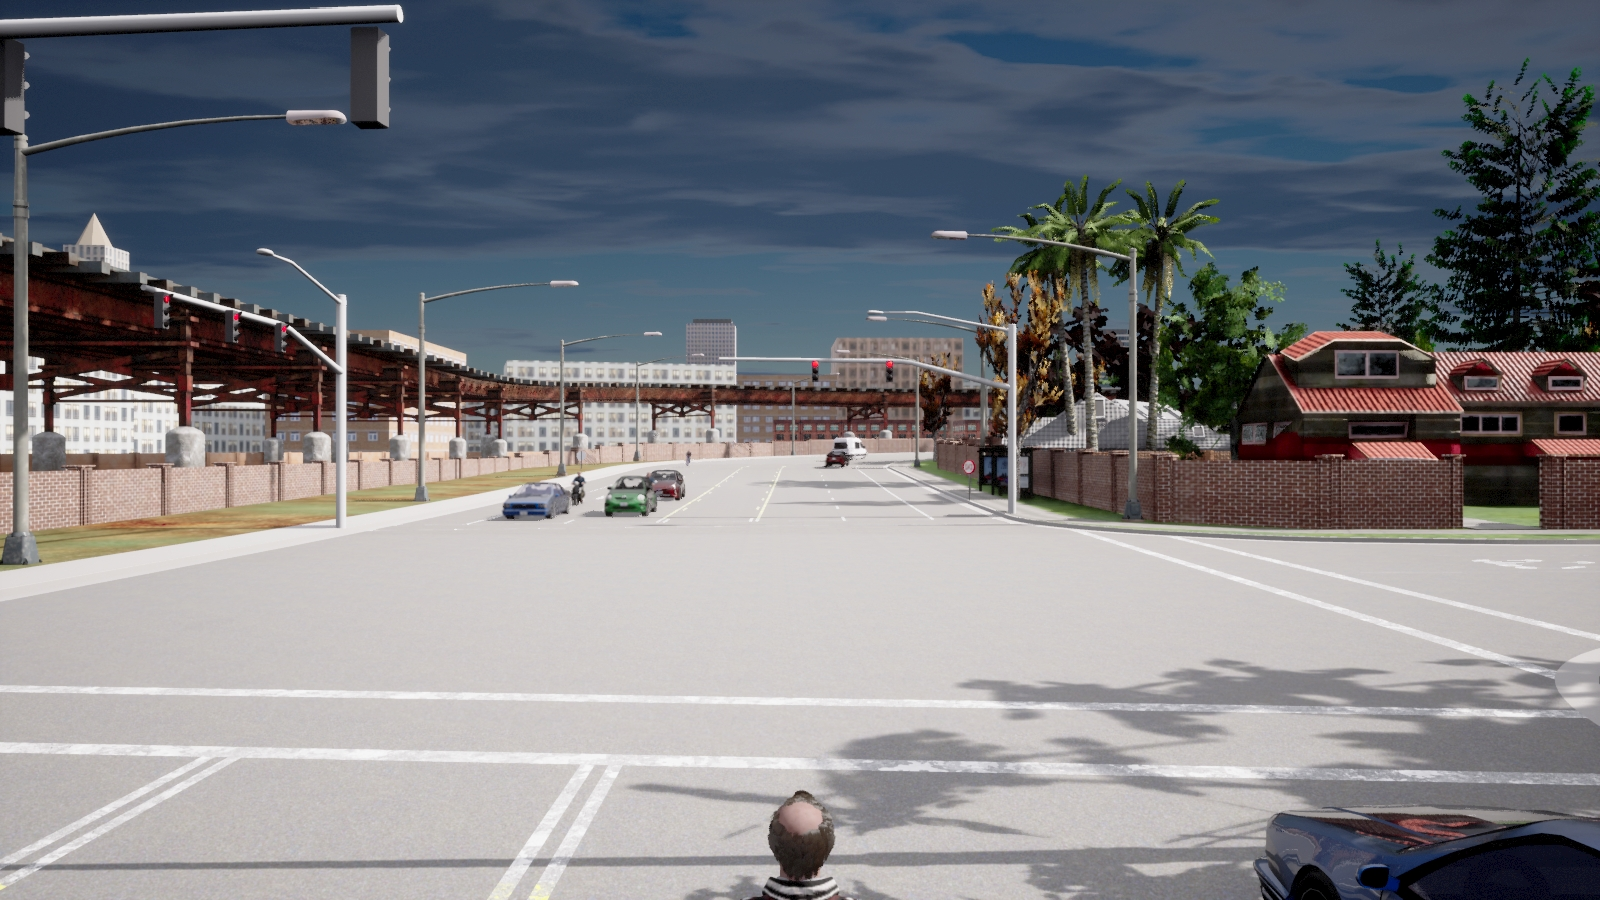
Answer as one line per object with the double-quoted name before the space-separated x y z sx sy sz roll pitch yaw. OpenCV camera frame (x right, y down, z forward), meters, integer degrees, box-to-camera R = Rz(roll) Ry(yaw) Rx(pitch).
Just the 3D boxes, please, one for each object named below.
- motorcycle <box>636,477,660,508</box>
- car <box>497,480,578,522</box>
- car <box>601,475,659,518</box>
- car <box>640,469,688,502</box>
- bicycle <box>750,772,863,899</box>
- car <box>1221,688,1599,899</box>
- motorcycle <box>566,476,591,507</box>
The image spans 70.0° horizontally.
"motorcycle" -7.051 1.966 53.093 0.856 1.341 1.805 0 1 0
"car" -10.529 2.019 46.189 2.033 1.411 5.357 0 0 0
"car" -7.029 1.901 47.635 1.851 1.617 3.988 0 1 0
"car" -7.040 1.802 59.606 2.007 1.525 4.514 0 1 0
"bicycle" 0.019 2.048 3.681 0.329 1.496 1.835 0 0 0
"car" 3.467 2.106 4.038 2.033 1.411 5.357 0 0 1
"motorcycle" -10.489 1.957 54.169 0.856 1.341 1.805 0 1 0
